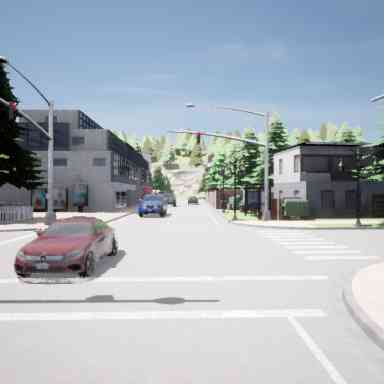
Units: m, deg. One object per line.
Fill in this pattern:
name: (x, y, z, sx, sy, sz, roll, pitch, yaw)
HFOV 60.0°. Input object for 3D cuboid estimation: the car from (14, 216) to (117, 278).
car: (-3.587, 1.528, 10.321, 1.812, 1.442, 4.674, 0, 0, 0)

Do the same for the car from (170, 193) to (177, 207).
car: (-3.515, 1.222, 50.527, 2.150, 2.045, 5.566, 0, 0, 0)

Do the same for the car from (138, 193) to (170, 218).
car: (-3.554, 1.223, 30.855, 2.150, 2.045, 5.566, 0, 0, 0)

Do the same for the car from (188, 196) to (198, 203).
car: (0.197, 1.547, 70.017, 2.033, 1.411, 5.357, 0, 0, 0)

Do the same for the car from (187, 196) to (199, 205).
car: (0.189, 1.505, 59.596, 1.837, 1.490, 4.892, 0, 0, 0)
